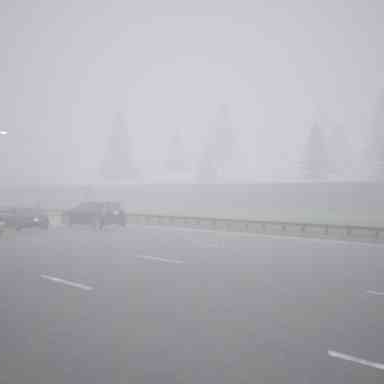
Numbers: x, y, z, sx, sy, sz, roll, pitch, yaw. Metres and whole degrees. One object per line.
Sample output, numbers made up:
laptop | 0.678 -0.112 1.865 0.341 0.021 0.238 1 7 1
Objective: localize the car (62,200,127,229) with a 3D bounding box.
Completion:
car | -6.356 1.323 21.422 4.553 1.767 2.097 0 0 35

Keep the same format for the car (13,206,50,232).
car | -10.479 1.531 20.063 4.181 1.385 1.994 0 0 35

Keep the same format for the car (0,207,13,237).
car | -11.018 1.447 16.149 5.008 1.535 1.882 0 0 35
